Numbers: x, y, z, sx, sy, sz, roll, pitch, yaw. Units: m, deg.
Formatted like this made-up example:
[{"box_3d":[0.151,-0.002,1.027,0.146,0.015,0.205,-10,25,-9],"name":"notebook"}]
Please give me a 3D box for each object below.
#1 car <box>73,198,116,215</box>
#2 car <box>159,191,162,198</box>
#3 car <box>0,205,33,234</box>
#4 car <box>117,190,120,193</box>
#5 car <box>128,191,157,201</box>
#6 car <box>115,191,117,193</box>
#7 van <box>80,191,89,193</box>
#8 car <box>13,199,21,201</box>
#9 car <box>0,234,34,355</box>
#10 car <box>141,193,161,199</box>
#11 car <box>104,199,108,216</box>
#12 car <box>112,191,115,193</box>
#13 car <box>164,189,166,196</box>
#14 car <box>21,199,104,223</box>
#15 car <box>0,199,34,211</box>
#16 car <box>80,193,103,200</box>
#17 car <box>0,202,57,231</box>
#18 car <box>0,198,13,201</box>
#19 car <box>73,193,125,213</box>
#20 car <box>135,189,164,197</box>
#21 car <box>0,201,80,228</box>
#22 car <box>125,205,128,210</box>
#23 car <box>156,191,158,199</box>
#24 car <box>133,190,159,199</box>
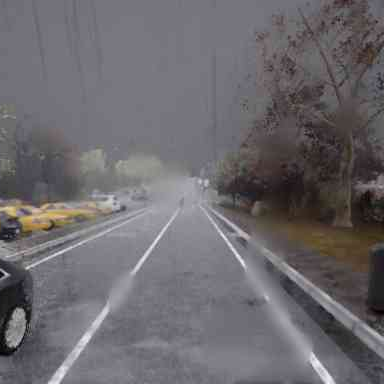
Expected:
[{"box_3d":[-10.372,1.583,31.531,5.366,1.575,1.946,0,0,0],"name":"car"},{"box_3d":[-10.330,1.070,78.023,5.008,1.535,2.097,0,0,0],"name":"car"},{"box_3d":[-10.219,1.486,14.885,4.892,1.521,2.231,0,0,0],"name":"car"},{"box_3d":[-23.367,0.881,91.826,5.008,1.535,2.097,0,1,0],"name":"car"},{"box_3d":[-10.332,1.109,69.674,4.792,1.488,2.163,0,0,0],"name":"car"},{"box_3d":[-23.376,0.938,89.036,5.008,1.535,2.097,0,1,0],"name":"car"},{"box_3d":[-23.315,0.852,69.631,4.442,1.987,1.878,1,0,0],"name":"van"},{"box_3d":[-23.278,1.518,39.766,4.553,1.767,2.185,0,0,0],"name":"car"},{"box_3d":[-3.353,1.505,3.264,1.837,1.490,4.892,0,0,0],"name":"car"},{"box_3d":[-10.312,1.027,83.606,4.892,1.521,2.231,0,1,0],"name":"car"},{"box_3d":[-10.199,1.567,28.754,4.892,1.521,2.231,0,0,0],"name":"car"},{"box_3d":[-23.360,1.018,86.246,4.792,1.488,2.163,0,1,0],"name":"car"},{"box_3d":[-10.260,0.754,91.963,4.553,1.767,2.185,0,1,0],"name":"car"},{"box_3d":[-10.014,1.543,25.978,5.366,1.575,1.946,0,0,0],"name":"car"},{"box_3d":[-23.236,1.664,42.537,5.008,1.535,2.097,0,0,0],"name":"car"},{"box_3d":[-23.444,1.097,78.003,4.792,1.488,2.163,0,0,0],"name":"car"},{"box_3d":[-10.404,1.490,17.653,5.366,1.575,1.946,0,0,0],"name":"car"},{"box_3d":[-23.224,1.654,37.120,4.792,1.488,2.163,0,0,0],"name":"car"},{"box_3d":[-10.208,1.355,34.309,5.566,2.045,2.435,0,0,0],"name":"car"},{"box_3d":[-10.355,0.801,80.815,5.566,2.045,2.435,0,0,0],"name":"car"},{"box_3d":[-10.027,1.504,20.305,5.366,1.575,1.946,0,0,0],"name":"car"},{"box_3d":[-10.179,1.626,37.083,5.008,1.535,2.097,0,0,0],"name":"car"},{"box_3d":[-10.382,1.108,72.458,4.792,1.488,2.163,0,0,0],"name":"car"},{"box_3d":[-10.375,0.952,75.244,4.553,1.767,2.185,0,0,0],"name":"car"}]
